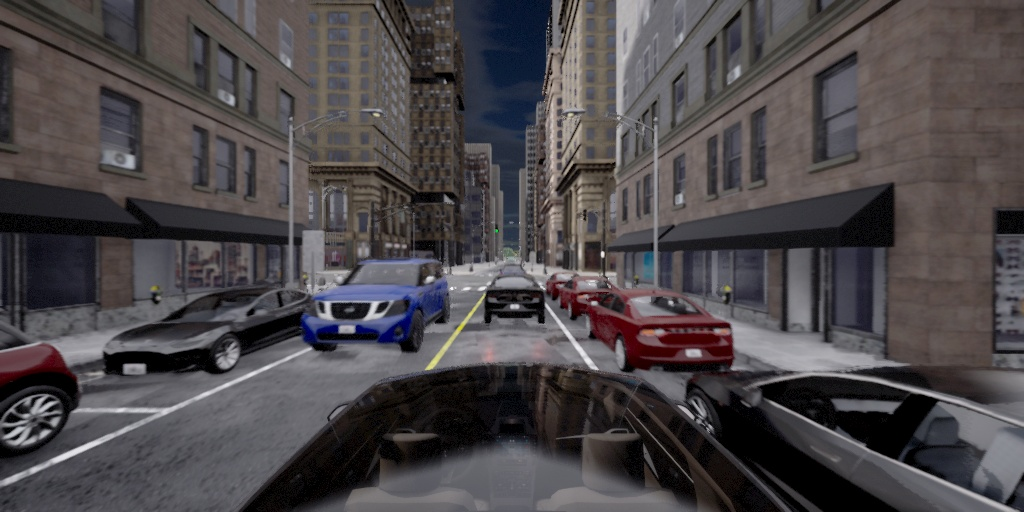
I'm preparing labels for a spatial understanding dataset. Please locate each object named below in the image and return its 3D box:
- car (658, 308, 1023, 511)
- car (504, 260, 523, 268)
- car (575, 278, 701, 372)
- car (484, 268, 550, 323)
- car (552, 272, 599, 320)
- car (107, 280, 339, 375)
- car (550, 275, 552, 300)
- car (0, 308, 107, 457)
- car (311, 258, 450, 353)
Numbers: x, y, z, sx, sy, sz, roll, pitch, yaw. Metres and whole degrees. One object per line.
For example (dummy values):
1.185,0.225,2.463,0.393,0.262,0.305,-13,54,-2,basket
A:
2.762,1.321,2.157,1.948,1.339,4.313,0,0,0,car
0.090,1.380,26.801,2.097,1.767,4.553,0,-1,0,car
2.760,1.361,7.661,1.888,1.381,4.507,0,0,0,car
0.096,1.350,12.717,1.882,1.535,5.008,0,-1,0,car
2.757,1.422,13.166,1.888,1.381,4.507,0,0,0,car
-5.766,1.382,7.658,1.948,1.339,4.313,0,0,0,car
2.755,1.483,18.671,1.888,1.381,4.507,0,0,0,car
-5.764,1.195,2.153,1.967,1.591,4.097,0,0,0,car
-3.065,1.060,9.465,2.150,2.045,5.566,0,-1,0,car
